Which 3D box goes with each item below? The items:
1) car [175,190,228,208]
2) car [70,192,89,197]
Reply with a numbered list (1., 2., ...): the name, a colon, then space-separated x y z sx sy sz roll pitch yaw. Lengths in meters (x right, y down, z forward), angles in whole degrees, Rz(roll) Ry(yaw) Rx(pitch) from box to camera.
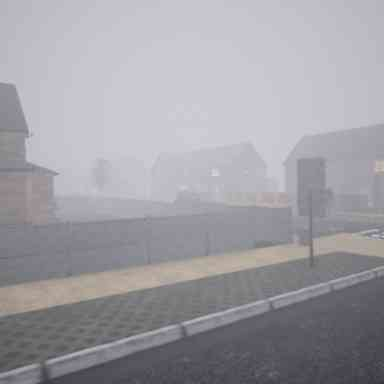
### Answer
1. car: 0.655 0.908 28.360 2.150 2.045 5.566 -2 2 -37
2. car: -17.497 0.751 51.284 1.882 1.535 5.008 -2 2 -41
